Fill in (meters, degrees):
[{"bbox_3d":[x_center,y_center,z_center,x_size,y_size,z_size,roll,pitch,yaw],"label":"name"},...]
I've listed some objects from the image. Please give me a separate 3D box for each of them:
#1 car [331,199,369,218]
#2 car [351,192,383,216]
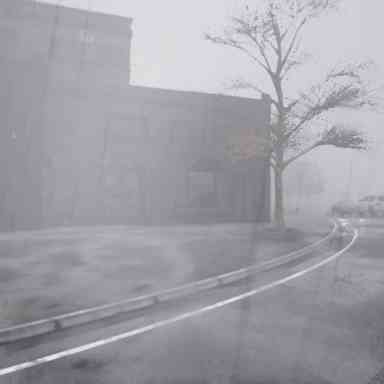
[{"bbox_3d":[14.476,1.567,31.250,1.812,1.442,4.674,1,0,7],"label":"car"},{"bbox_3d":[18.050,1.303,32.867,2.150,2.045,5.566,1,0,3],"label":"car"}]
